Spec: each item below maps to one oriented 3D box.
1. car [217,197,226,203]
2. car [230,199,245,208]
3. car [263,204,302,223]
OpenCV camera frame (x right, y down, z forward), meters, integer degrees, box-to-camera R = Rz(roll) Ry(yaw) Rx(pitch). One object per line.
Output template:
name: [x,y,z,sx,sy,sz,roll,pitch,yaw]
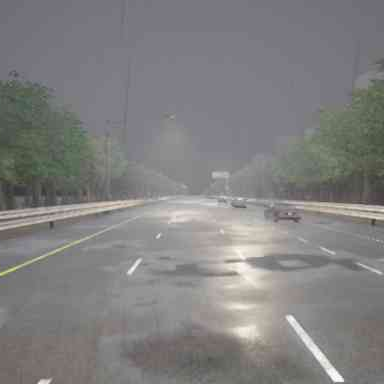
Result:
car: [7.385,2.046,82.775,1.812,1.442,4.674,0,0,1]
car: [7.157,1.854,52.249,1.994,1.385,4.181,0,0,0]
car: [7.040,1.651,26.356,2.033,1.411,5.357,0,0,0]
